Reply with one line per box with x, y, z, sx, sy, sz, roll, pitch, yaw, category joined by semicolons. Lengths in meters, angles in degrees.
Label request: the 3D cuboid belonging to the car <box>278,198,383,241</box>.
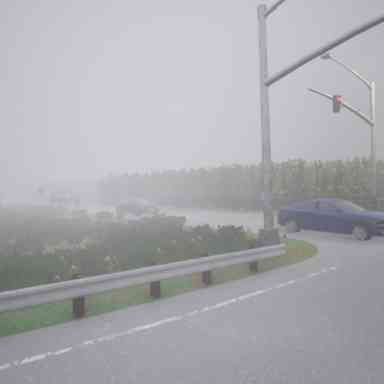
6.030;1.030;14.177;1.882;1.535;5.008;-3;2;-37;car

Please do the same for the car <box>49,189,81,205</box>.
-15.146;0.702;39.266;2.150;2.045;5.566;-3;2;-41;car

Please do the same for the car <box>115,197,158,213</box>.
-4.496;1.135;26.743;1.812;1.442;4.674;-3;2;-41;car
